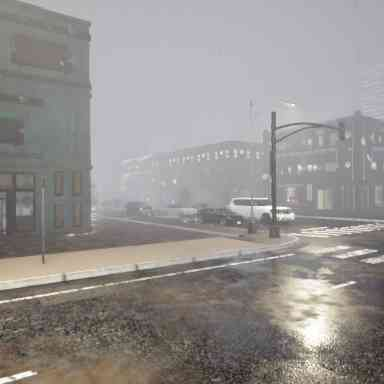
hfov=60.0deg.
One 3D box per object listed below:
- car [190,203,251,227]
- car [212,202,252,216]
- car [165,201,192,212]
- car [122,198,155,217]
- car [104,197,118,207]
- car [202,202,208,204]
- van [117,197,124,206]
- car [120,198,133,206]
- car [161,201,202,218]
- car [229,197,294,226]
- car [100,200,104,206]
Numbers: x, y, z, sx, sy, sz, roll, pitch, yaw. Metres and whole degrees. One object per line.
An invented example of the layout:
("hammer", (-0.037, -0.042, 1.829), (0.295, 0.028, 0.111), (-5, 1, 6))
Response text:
("car", (2.082, 1.814, 25.267), (1.947, 1.339, 4.313), (-1, 0, -35))
("car", (4.352, 1.809, 36.960), (2.008, 1.369, 4.403), (-2, 0, -35))
("car", (-1.925, 1.966, 46.078), (1.802, 1.307, 4.206), (-1, 0, -35))
("car", (-5.691, 1.846, 36.764), (1.967, 1.590, 4.097), (-1, 0, -35))
("car", (-14.488, 1.939, 64.313), (2.192, 1.841, 5.009), (-1, 0, -35))
("car", (1.214, 1.903, 41.519), (1.802, 1.307, 4.206), (-1, 0, -35))
("van", (-11.348, 1.906, 59.754), (1.690, 1.788, 3.998), (-1, 0, -35))
("car", (-7.276, 1.931, 43.677), (1.882, 1.535, 5.008), (-1, 0, -34))
("car", (-1.319, 1.936, 35.005), (1.895, 1.301, 4.718), (-1, 0, -35))
("car", (5.137, 1.429, 25.640), (2.150, 2.045, 5.566), (-1, -1, -35))
("car", (-17.622, 2.227, 68.872), (1.887, 1.381, 4.507), (-1, 0, -35))
